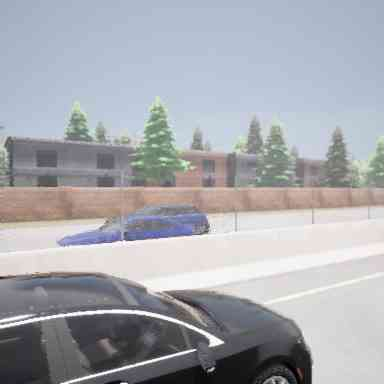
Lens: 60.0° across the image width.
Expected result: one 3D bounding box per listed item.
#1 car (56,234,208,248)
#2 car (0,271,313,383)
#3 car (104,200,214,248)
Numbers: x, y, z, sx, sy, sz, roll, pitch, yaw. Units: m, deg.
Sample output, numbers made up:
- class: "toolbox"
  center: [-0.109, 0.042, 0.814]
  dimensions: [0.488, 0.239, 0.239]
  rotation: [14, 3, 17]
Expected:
- class: "car"
  center: [-1.953, 1.504, 10.814]
  dimensions: [4.674, 1.442, 1.812]
  rotation: [0, 0, -32]
- class: "car"
  center: [-1.031, 1.502, 2.874]
  dimensions: [4.892, 1.490, 1.837]
  rotation: [0, 0, -32]
- class: "car"
  center: [-1.455, 1.318, 15.273]
  dimensions: [4.553, 1.767, 2.097]
  rotation: [0, 0, -32]
